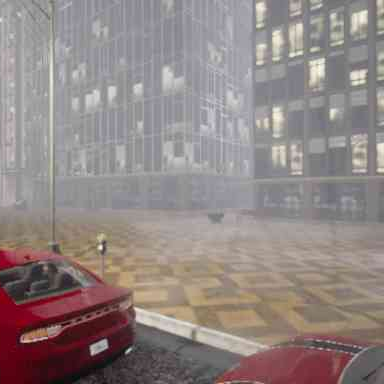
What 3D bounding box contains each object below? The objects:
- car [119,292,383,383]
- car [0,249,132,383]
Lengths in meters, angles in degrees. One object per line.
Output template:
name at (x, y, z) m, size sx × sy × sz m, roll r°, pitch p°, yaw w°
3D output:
car at (1.815, 1.442, 1.589) m, size 4.097 × 1.590 × 1.967 m, roll 0°, pitch 0°, yaw 36°
car at (-2.817, 1.531, 4.893) m, size 4.507 × 1.381 × 1.887 m, roll 0°, pitch 0°, yaw 36°
